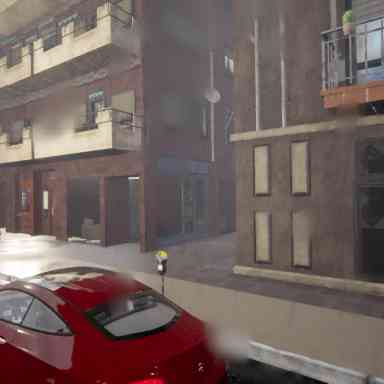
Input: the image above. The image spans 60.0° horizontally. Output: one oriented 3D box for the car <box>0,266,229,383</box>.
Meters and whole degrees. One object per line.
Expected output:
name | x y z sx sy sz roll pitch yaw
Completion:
car | -1.581 1.583 3.979 4.206 1.307 1.802 0 -1 36
